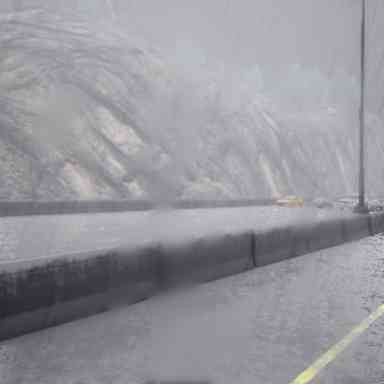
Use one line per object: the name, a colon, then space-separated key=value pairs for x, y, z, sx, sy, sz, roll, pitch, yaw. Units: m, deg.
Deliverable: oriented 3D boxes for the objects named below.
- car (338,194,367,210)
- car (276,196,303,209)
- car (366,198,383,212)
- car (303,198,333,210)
car: x=20.149 y=1.245 z=41.337 sx=2.150 sy=2.045 sz=5.566 roll=2 pitch=0 yaw=44
car: x=12.951 y=1.325 z=43.977 sx=1.882 sy=1.535 sz=5.008 roll=2 pitch=1 yaw=44
car: x=22.134 y=1.656 z=38.370 sx=1.994 sy=1.385 sz=4.181 roll=2 pitch=1 yaw=44
car: x=16.496 y=1.460 z=42.606 sx=1.812 sy=1.442 sz=4.674 roll=2 pitch=1 yaw=44
